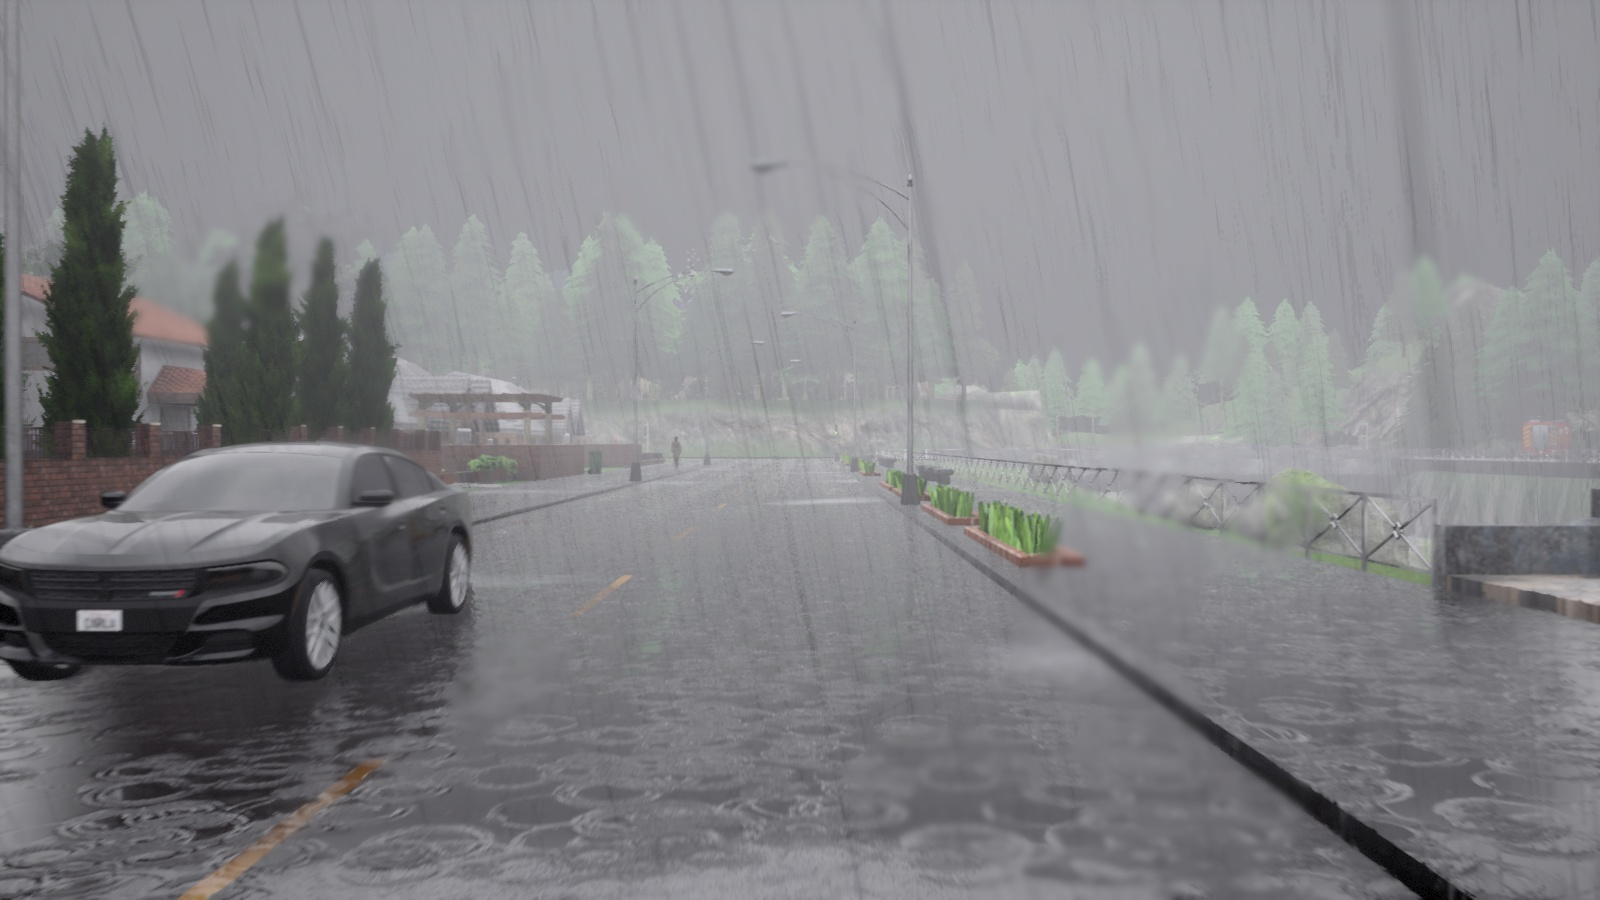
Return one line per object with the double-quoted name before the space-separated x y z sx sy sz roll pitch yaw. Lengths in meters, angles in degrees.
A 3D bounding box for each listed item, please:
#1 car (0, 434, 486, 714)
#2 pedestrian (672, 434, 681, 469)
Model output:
"car" -3.931 0.668 9.404 1.882 1.535 5.008 0 0 0
"pedestrian" -6.800 0.062 68.993 0.396 1.930 0.692 0 0 1
